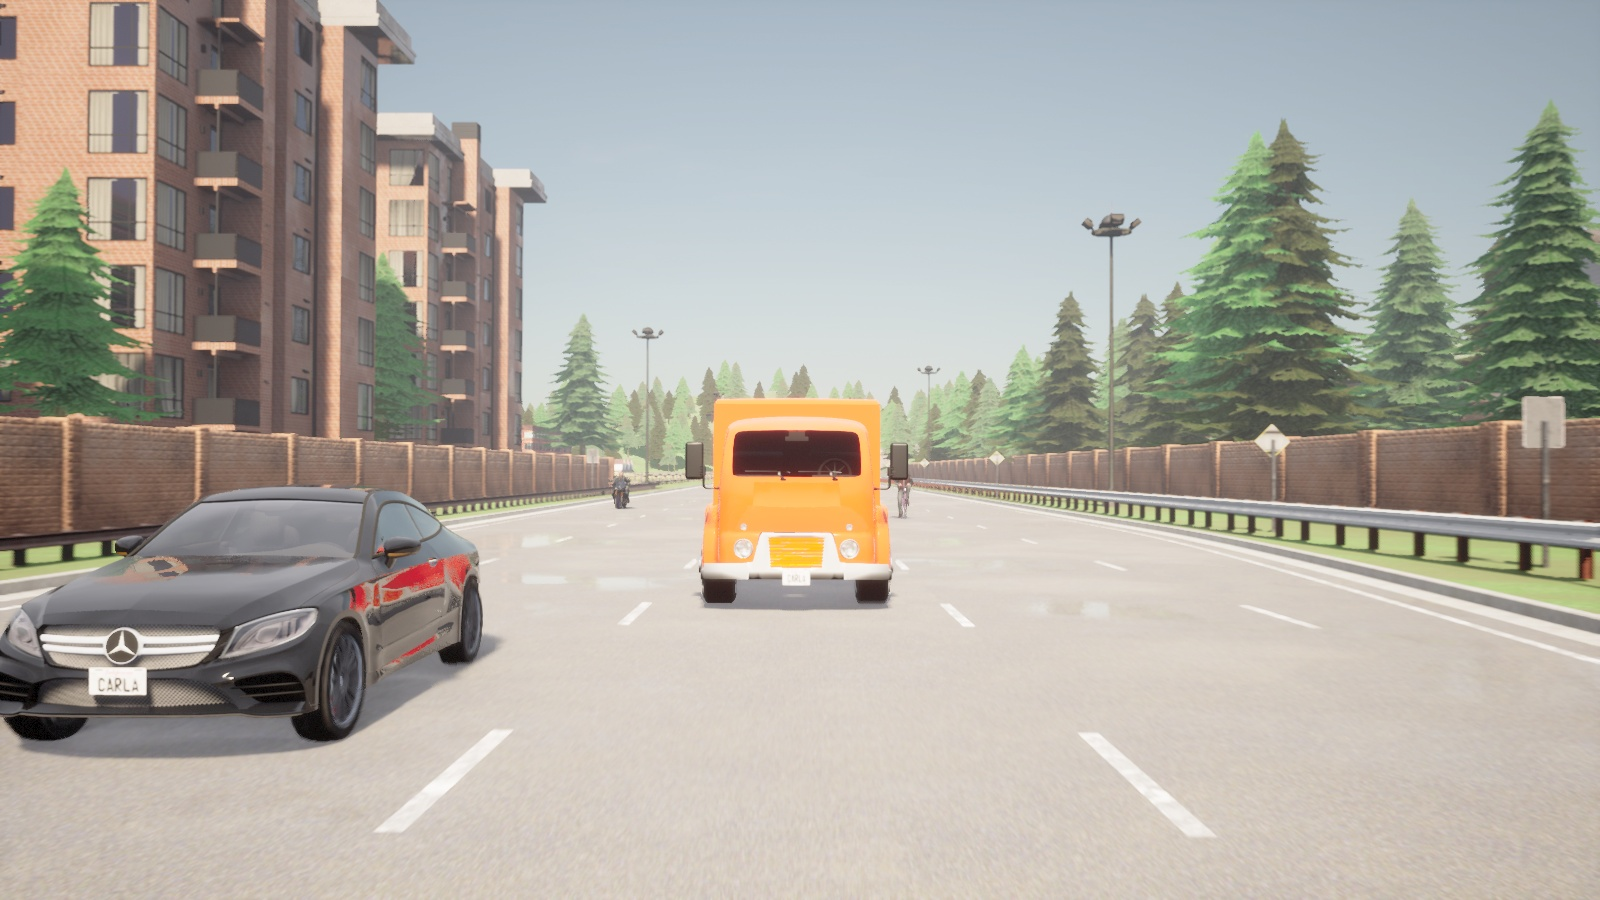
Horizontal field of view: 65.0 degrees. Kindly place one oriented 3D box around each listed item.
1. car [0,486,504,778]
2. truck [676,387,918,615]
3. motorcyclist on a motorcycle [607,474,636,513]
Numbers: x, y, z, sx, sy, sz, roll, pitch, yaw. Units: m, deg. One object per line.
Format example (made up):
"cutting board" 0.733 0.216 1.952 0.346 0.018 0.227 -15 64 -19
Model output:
"car" -3.515 1.001 8.796 1.812 1.442 4.674 0 -1 0
"truck" -0.041 0.600 16.245 2.627 2.467 5.204 0 -1 0
"motorcyclist on a motorcycle" -7.122 1.717 50.167 0.866 1.530 2.191 0 -1 0
